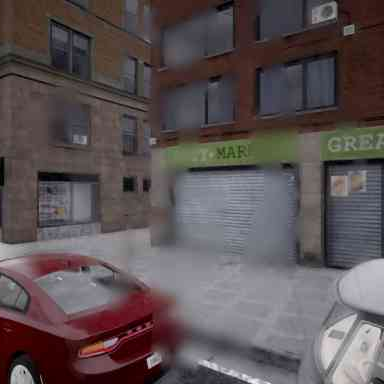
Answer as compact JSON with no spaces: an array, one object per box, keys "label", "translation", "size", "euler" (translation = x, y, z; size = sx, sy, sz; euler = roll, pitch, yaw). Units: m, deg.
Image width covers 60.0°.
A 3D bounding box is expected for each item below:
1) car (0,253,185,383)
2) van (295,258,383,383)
[{"label":"car","translation":[-2.186,1.544,4.637],"size":[4.507,1.381,1.887],"euler":[0,0,35]},{"label":"van","translation":[2.422,1.341,1.349],"size":[3.998,1.788,1.690],"euler":[0,0,35]}]
